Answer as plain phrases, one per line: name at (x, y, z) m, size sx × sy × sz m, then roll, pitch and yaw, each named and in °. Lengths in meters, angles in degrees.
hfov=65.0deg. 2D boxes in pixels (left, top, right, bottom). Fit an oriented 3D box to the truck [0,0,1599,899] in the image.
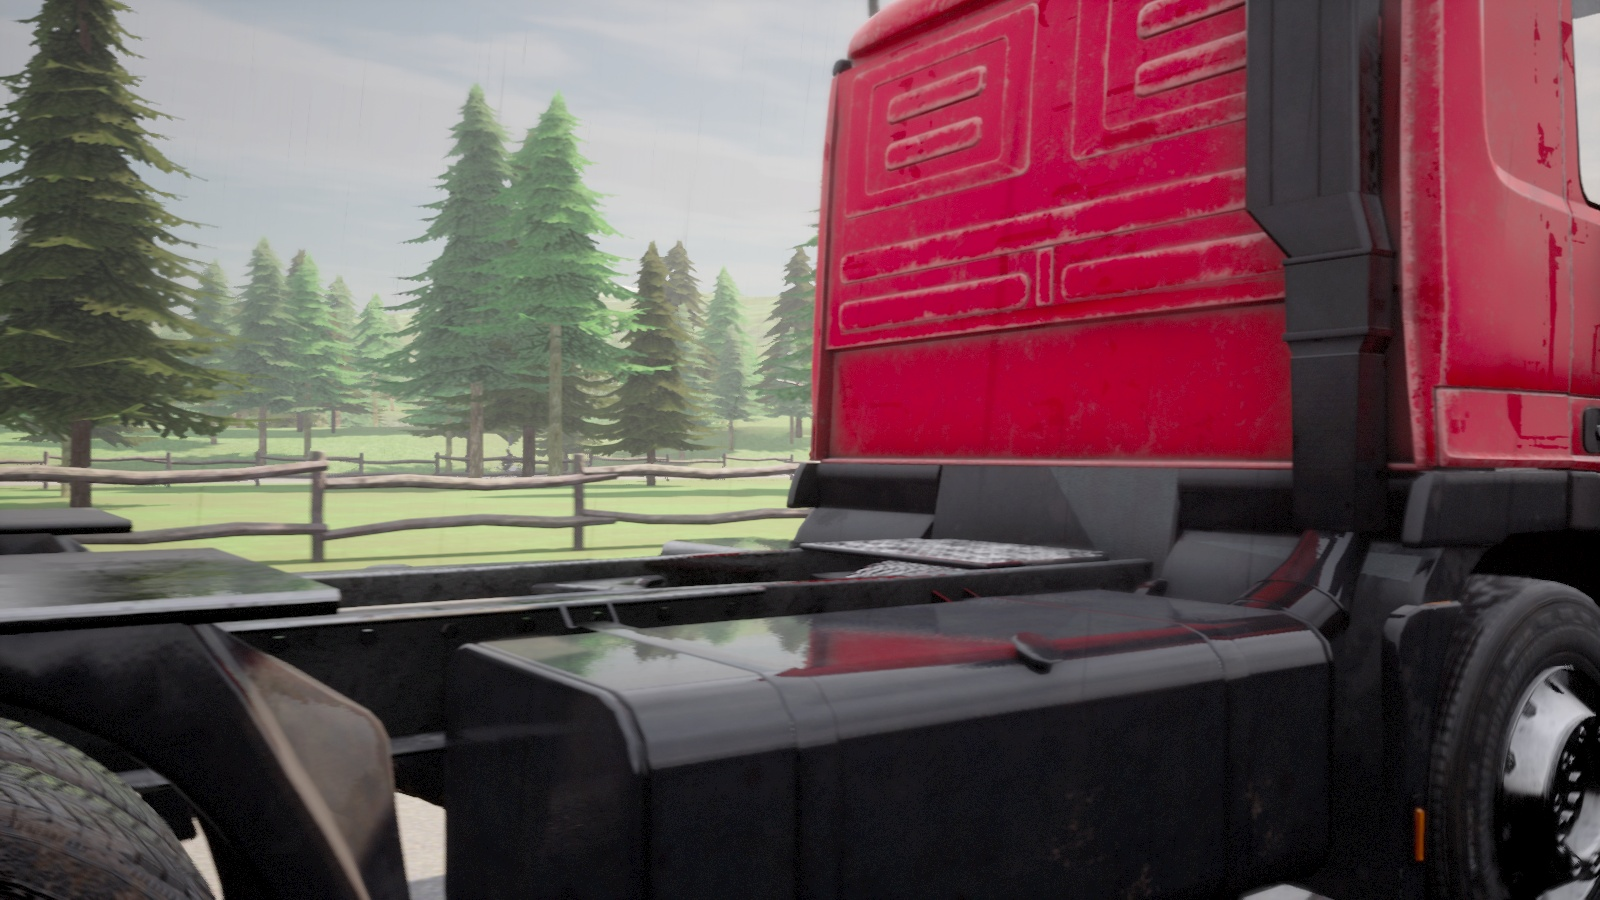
truck at (-0.616, -0.226, 3.233) m, size 7.936 × 3.462 × 2.891 m, roll 0°, pitch 0°, yaw -35°
